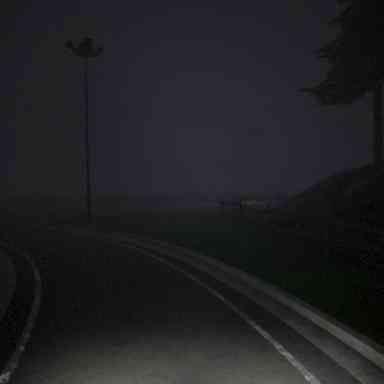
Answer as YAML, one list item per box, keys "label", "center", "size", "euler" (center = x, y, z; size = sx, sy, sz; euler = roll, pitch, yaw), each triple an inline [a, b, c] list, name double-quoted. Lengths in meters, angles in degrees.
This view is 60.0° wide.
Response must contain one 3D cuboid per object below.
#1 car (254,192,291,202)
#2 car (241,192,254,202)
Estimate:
- label: "car"
  center: [11.496, 0.720, 46.511]
  size: [4.718, 1.301, 1.895]
  euler: [-1, 1, -27]
- label: "car"
  center: [9.697, 0.653, 49.516]
  size: [5.357, 1.411, 2.033]
  euler: [-1, 1, -27]
